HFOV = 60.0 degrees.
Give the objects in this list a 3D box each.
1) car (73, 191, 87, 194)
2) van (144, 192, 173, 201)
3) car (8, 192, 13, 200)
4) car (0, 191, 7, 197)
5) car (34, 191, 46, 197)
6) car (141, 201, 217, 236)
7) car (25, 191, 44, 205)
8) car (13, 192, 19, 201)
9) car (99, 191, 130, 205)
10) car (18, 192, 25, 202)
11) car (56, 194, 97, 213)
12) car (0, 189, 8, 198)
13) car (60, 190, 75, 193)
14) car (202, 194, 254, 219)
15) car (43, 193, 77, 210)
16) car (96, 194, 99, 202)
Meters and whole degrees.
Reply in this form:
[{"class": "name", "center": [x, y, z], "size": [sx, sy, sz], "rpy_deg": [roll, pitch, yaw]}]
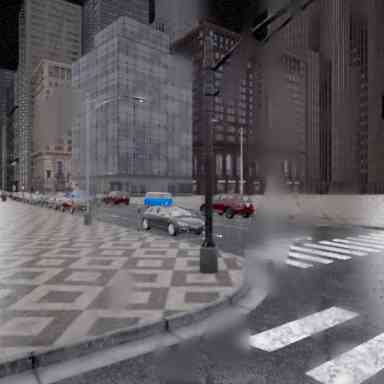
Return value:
[{"class": "car", "center": [-16.199, 0.960, 48.388], "size": [1.895, 1.301, 4.718], "rpy_deg": [0, 1, -36]}, {"class": "van", "center": [-3.634, 0.922, 35.232], "size": [1.690, 1.788, 3.998], "rpy_deg": [1, 0, -36]}, {"class": "car", "center": [-29.614, 0.743, 56.944], "size": [1.887, 1.381, 4.507], "rpy_deg": [1, 0, -36]}, {"class": "car", "center": [-45.375, 0.477, 79.020], "size": [1.752, 1.417, 4.829], "rpy_deg": [1, 0, -36]}, {"class": "car", "center": [-38.534, 0.486, 84.109], "size": [1.887, 1.381, 4.507], "rpy_deg": [0, 0, -36]}, {"class": "car", "center": [-1.065, 1.363, 16.959], "size": [2.008, 1.369, 4.403], "rpy_deg": [1, 0, -36]}, {"class": "car", "center": [-20.097, 0.935, 43.616], "size": [2.008, 1.369, 4.403], "rpy_deg": [1, 0, -36]}, {"class": "car", "center": [-26.440, 0.697, 52.502], "size": [1.967, 1.590, 4.097], "rpy_deg": [1, 0, -36]}, {"class": "car", "center": [-9.979, 0.758, 44.119], "size": [2.192, 1.841, 5.009], "rpy_deg": [1, 0, -36]}, {"class": "car", "center": [-23.269, 0.870, 48.059], "size": [2.008, 1.369, 4.403], "rpy_deg": [1, 0, -36]}, {"class": "car", "center": [-10.580, 1.135, 30.287], "size": [1.887, 1.381, 4.507], "rpy_deg": [1, 0, -36]}, {"class": "car", "center": [-39.130, 0.606, 70.273], "size": [1.947, 1.339, 4.313], "rpy_deg": [1, 0, -36]}, {"class": "car", "center": [-21.923, 0.771, 56.405], "size": [1.812, 1.442, 4.674], "rpy_deg": [0, 1, -35]}, {"class": "car", "center": [2.712, 1.042, 26.345], "size": [2.192, 1.841, 5.009], "rpy_deg": [1, 0, -36]}, {"class": "car", "center": [-13.752, 1.070, 34.729], "size": [2.008, 1.369, 4.403], "rpy_deg": [1, 0, -36]}, {"class": "car", "center": [-13.155, 0.926, 48.564], "size": [2.008, 1.369, 4.403], "rpy_deg": [1, 0, -36]}]
